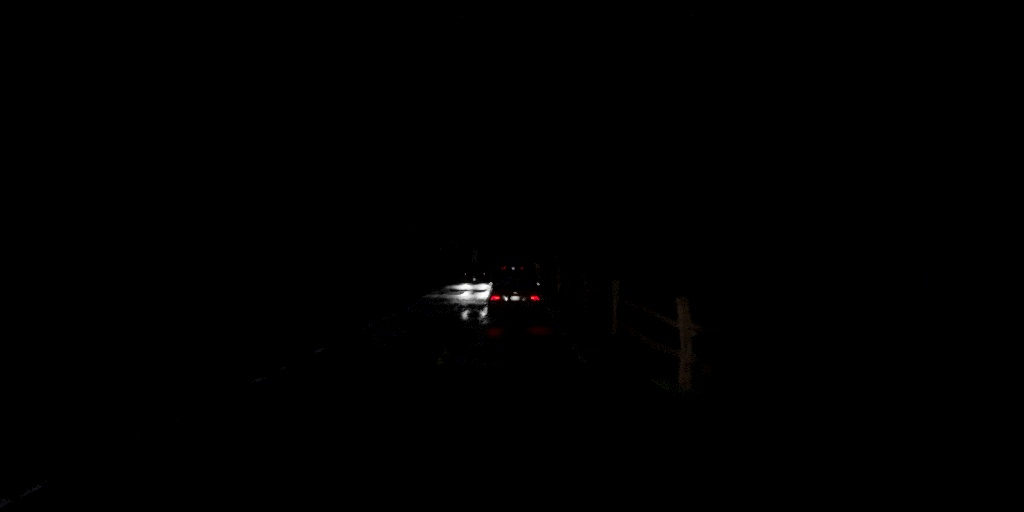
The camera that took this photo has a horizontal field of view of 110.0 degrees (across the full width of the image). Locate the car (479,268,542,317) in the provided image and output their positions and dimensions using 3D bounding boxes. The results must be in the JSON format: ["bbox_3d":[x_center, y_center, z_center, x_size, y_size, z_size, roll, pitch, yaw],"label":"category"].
[{"bbox_3d":[0.097,1.350,13.463,2.033,1.411,5.357,0,0,0],"label":"car"}]

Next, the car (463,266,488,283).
[{"bbox_3d":[-2.842,1.476,29.408,1.895,1.301,4.718,0,0,0],"label":"car"}]

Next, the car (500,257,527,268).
[{"bbox_3d":[0.103,1.104,31.207,2.150,2.045,5.566,0,0,0],"label":"car"}]
